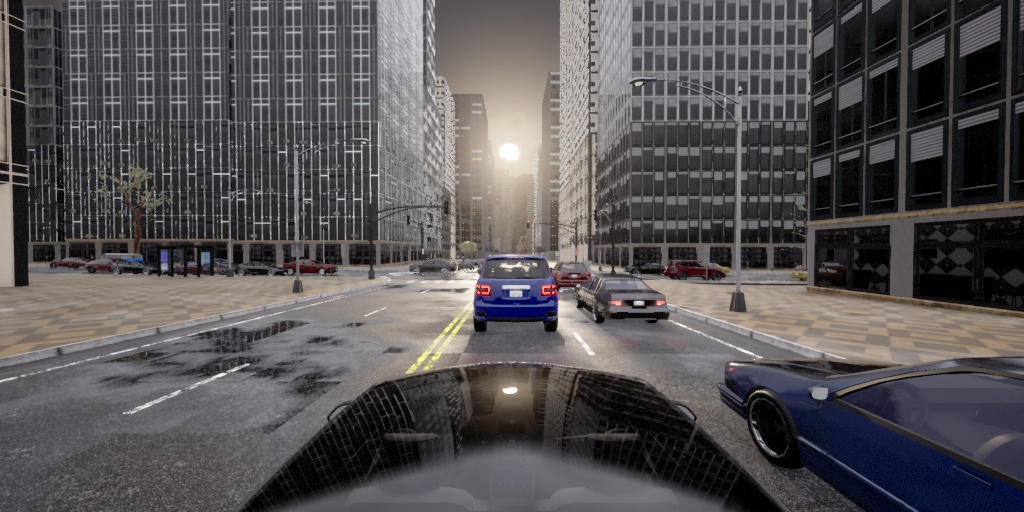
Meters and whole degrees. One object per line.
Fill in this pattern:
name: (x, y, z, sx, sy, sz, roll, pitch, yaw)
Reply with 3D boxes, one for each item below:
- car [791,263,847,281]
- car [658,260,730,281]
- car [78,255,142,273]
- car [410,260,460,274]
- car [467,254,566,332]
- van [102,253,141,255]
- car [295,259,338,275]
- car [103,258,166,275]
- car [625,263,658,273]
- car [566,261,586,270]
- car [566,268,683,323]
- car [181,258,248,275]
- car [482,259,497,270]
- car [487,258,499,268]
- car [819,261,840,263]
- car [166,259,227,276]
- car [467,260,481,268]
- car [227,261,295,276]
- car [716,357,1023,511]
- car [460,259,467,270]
car: (27.641, 1.578, 31.855, 4.829, 1.417, 1.751, 0, 0, 1)
car: (16.192, 1.268, 32.052, 5.009, 1.841, 2.192, 0, 0, 1)
car: (-39.541, 0.936, 35.635, 4.674, 1.442, 1.812, 1, 1, 1)
car: (-8.404, 1.146, 38.209, 4.892, 1.490, 1.837, 1, 1, 1)
car: (0.097, 0.967, 10.990, 2.150, 2.045, 5.566, 0, 0, 0)
van: (-45.288, 0.604, 41.547, 3.998, 1.789, 1.690, 0, 0, 1)
car: (-19.767, 1.068, 35.228, 5.008, 1.535, 1.882, 1, 1, 0)
car: (-34.097, 1.069, 32.887, 4.313, 1.339, 1.948, 0, 0, 1)
car: (14.376, 1.445, 37.862, 4.718, 1.301, 1.895, 1, 1, 1)
car: (3.348, 1.092, 21.400, 2.097, 1.767, 4.553, 0, 0, 0)
car: (3.350, 1.293, 11.993, 2.033, 1.411, 5.357, 0, 0, 0)
car: (-29.269, 0.995, 35.422, 4.902, 1.511, 2.128, 1, 1, 1)
car: (-3.336, 1.191, 53.348, 1.882, 1.535, 5.008, 0, 0, 0)
car: (-3.319, 1.180, 62.961, 1.882, 1.535, 5.008, 0, 0, 0)
car: (32.126, 1.350, 37.547, 4.553, 1.767, 2.097, 0, 1, 1)
car: (-28.416, 1.137, 32.713, 4.207, 1.307, 1.802, 0, 0, 1)
car: (-6.571, 1.304, 62.760, 1.895, 1.301, 4.718, 0, 0, 0)
car: (-22.732, 1.173, 32.580, 4.313, 1.339, 1.948, 0, 0, 1)
car: (3.350, 1.297, 1.813, 2.033, 1.411, 5.357, 0, 0, 1)
car: (-6.602, 1.220, 52.457, 1.837, 1.490, 4.892, 0, 0, -1)
